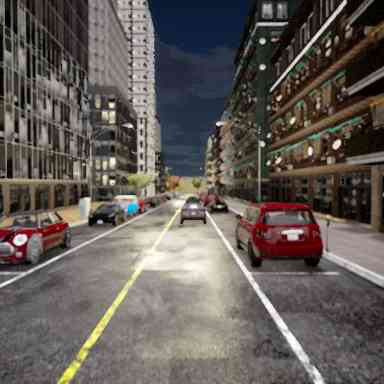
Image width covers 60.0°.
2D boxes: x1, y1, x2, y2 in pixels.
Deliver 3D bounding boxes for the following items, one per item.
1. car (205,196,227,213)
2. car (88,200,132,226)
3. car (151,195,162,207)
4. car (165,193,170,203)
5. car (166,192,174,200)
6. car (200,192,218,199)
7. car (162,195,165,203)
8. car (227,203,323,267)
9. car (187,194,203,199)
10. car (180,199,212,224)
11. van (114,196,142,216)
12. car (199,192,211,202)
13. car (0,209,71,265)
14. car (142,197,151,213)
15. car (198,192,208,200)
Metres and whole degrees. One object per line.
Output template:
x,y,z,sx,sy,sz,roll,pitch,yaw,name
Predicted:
2.664,1.419,33.964,1.947,1.339,4.313,-1,0,0,car
-5.680,1.468,22.692,1.947,1.339,4.313,-1,0,0,car
-5.687,1.370,45.482,1.947,1.339,4.313,-1,0,0,car
-5.692,1.308,62.577,1.802,1.307,4.206,-1,0,0,car
-5.705,1.238,73.972,1.947,1.339,4.313,-1,0,0,car
2.655,1.119,45.359,2.192,1.841,5.009,-1,0,0,car
-5.689,1.345,51.181,1.947,1.339,4.313,-1,0,0,car
2.666,1.267,11.172,2.192,1.841,5.009,-1,0,0,car
0.086,1.327,41.611,1.837,1.490,4.892,0,1,0,car
0.091,1.444,24.077,2.033,1.411,5.357,0,0,0,car
-5.686,1.219,28.389,1.690,1.788,3.998,-1,0,0,van
2.647,1.015,68.153,2.192,1.841,5.009,-1,0,0,car
-5.679,1.392,11.295,1.967,1.590,4.097,-1,0,0,car
-5.684,1.398,34.087,1.887,1.381,4.507,-1,0,0,car
2.644,0.959,79.549,2.192,1.841,5.009,-1,0,0,car
